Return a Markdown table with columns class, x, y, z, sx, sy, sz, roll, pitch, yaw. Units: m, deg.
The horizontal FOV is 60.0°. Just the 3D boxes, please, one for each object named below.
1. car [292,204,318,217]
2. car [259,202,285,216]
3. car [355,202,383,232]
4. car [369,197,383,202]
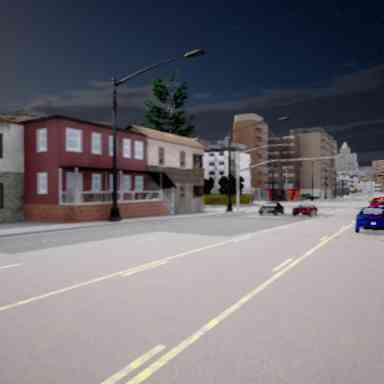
| class | x | y | z | sx | sy | sz | roll | pitch | yaw |
| --- | --- | --- | --- | --- | --- | --- | --- | --- | --- |
| car | 12.259 | 1.933 | 35.969 | 1.895 | 1.301 | 4.718 | 0 | 0 | 31 |
| car | 9.037 | 1.856 | 37.410 | 1.812 | 1.442 | 4.674 | 0 | -1 | 31 |
| car | 11.260 | 1.630 | 20.456 | 1.882 | 1.535 | 5.008 | 0 | -1 | 31 |
| car | 20.122 | 1.572 | 35.282 | 2.150 | 2.045 | 5.566 | 0 | 0 | 31 |
